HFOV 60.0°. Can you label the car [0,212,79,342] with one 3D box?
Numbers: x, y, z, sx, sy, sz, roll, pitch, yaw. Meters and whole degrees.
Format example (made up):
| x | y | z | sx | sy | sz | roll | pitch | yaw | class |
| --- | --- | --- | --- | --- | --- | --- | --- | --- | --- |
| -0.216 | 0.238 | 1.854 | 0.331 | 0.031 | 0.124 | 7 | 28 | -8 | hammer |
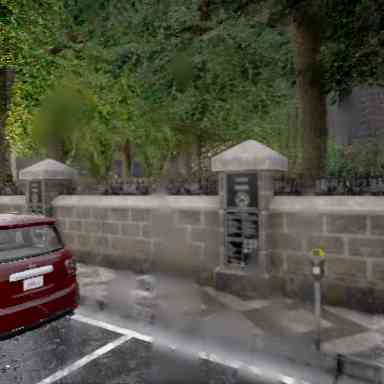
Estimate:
| x | y | z | sx | sy | sz | roll | pitch | yaw | class |
| --- | --- | --- | --- | --- | --- | --- | --- | --- | --- |
| -4.070 | 1.264 | 5.568 | 5.009 | 1.841 | 2.192 | 0 | 1 | 32 | car |
